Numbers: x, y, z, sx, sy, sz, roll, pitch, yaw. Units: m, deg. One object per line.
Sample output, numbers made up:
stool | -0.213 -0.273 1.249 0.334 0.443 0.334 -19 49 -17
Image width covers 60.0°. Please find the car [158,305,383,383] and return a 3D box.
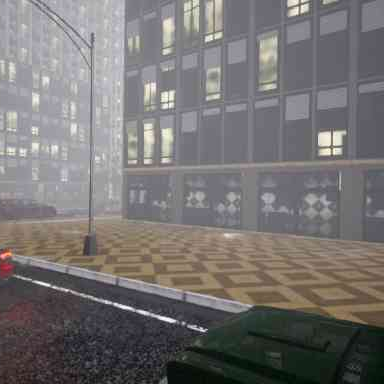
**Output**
car | 2.035 1.601 2.235 4.718 1.301 1.895 0 0 35

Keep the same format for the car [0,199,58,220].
car | -14.819 1.520 29.926 2.192 1.841 5.009 1 0 36

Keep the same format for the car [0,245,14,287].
car | -6.076 1.521 7.983 4.674 1.442 1.812 0 0 35

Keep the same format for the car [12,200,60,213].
car | -18.338 1.643 39.293 1.752 1.417 4.829 1 0 36

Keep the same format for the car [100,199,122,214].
car | -8.043 1.831 39.153 1.752 1.417 4.829 1 0 36

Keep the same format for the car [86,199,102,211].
car | -11.666 1.720 43.983 2.128 1.511 4.902 1 0 36
